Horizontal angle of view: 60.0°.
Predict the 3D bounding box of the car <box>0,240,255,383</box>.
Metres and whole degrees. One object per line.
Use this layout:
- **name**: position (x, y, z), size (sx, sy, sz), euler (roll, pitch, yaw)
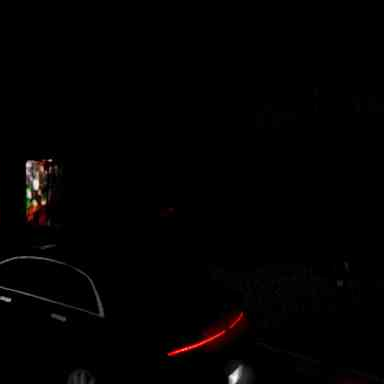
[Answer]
- **car**: position (-1.592, 1.429, 4.483), size (4.892, 1.490, 1.837), euler (1, 1, 34)
